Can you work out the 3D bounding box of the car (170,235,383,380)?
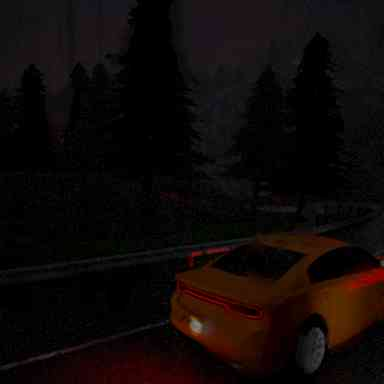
[{"bbox_3d":[1.984,1.477,5.608,5.008,1.535,1.882,0,0,-39],"label":"car"}]
